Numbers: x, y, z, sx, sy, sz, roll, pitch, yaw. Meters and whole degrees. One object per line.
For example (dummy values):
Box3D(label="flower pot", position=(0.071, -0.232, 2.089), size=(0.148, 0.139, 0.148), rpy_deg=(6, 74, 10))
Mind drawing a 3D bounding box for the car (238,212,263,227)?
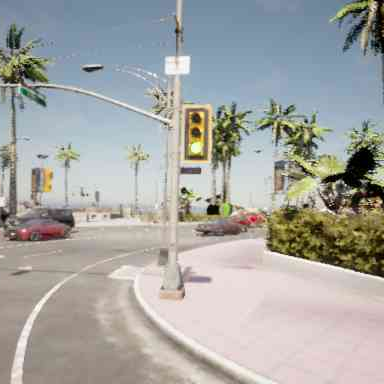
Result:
Box3D(label="car", position=(7.255, 3.762, 46.103), size=(5.566, 2.045, 2.150), rpy_deg=(3, -3, -30))

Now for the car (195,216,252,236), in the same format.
Box3D(label="car", position=(2.718, 3.155, 29.905), size=(5.357, 1.411, 2.033), rpy_deg=(4, -4, -42))

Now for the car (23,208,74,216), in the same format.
Box3D(label="car", position=(-11.880, 2.302, 26.479), size=(2.150, 2.045, 5.566), rpy_deg=(0, -3, 28))

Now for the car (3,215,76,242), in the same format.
Box3D(label="car", position=(-10.045, 2.457, 21.914), size=(1.994, 1.385, 4.181), rpy_deg=(0, -3, 23))

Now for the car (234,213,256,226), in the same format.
Box3D(label="car", position=(4.972, 3.680, 40.518), size=(5.008, 1.535, 1.882), rpy_deg=(3, -4, -34))
